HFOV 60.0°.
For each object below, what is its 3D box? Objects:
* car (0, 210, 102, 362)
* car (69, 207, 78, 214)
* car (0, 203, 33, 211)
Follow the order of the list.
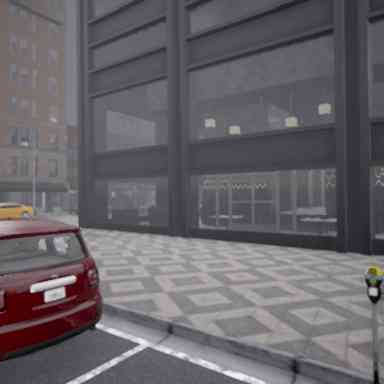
[{"bbox_3d":[-3.612,1.341,5.438,5.009,1.841,2.192,0,-1,36],"label":"car"},{"bbox_3d":[-11.338,1.923,38.343,2.033,1.411,5.357,-1,-1,35],"label":"car"},{"bbox_3d":[-17.109,1.771,30.359,1.882,1.535,5.008,-1,-1,36],"label":"car"}]
